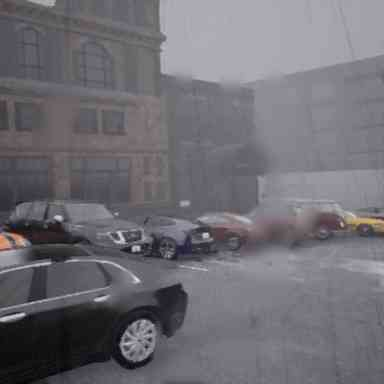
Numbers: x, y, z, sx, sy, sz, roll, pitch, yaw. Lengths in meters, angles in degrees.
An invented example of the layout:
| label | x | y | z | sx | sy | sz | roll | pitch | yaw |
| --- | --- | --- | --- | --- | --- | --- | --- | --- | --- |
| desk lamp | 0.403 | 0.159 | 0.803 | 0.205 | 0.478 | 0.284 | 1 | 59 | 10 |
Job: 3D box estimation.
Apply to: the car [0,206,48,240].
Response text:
| label | x | y | z | sx | sy | sz | roll | pitch | yaw |
| --- | --- | --- | --- | --- | --- | --- | --- | --- | --- |
| car | -6.321 | 1.373 | 9.099 | 4.553 | 1.767 | 2.185 | -1 | -1 | 35 |

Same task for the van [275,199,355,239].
| label | x | y | z | sx | sy | sz | roll | pitch | yaw |
| --- | --- | --- | --- | --- | --- | --- | --- | --- | --- |
| van | 5.967 | 1.373 | 17.741 | 4.442 | 1.987 | 1.878 | -1 | -2 | 34 |

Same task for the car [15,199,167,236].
| label | x | y | z | sx | sy | sz | roll | pitch | yaw |
| --- | --- | --- | --- | --- | --- | --- | --- | --- | --- |
| car | -3.834 | 1.255 | 10.815 | 5.566 | 2.045 | 2.435 | -1 | -1 | 34 |

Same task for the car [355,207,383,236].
| label | x | y | z | sx | sy | sz | roll | pitch | yaw |
| --- | --- | --- | --- | --- | --- | --- | --- | --- | --- |
| car | 8.451 | 1.636 | 19.448 | 5.366 | 1.575 | 1.946 | -1 | -2 | 34 |

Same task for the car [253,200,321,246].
| label | x | y | z | sx | sy | sz | roll | pitch | yaw |
| --- | --- | --- | --- | --- | --- | --- | --- | --- | --- |
| car | 3.461 | 1.442 | 16.031 | 4.553 | 1.767 | 2.185 | -1 | -1 | 34 |

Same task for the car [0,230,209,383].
| label | x | y | z | sx | sy | sz | roll | pitch | yaw |
| --- | --- | --- | --- | --- | --- | --- | --- | --- | --- |
| car | -2.321 | 1.507 | 4.183 | 4.892 | 1.490 | 1.837 | 0 | 0 | -36 |

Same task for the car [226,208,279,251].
| label | x | y | z | sx | sy | sz | roll | pitch | yaw |
| --- | --- | --- | --- | --- | --- | --- | --- | --- | --- |
| car | 1.009 | 1.581 | 14.300 | 4.674 | 1.452 | 2.002 | -1 | -1 | 34 |

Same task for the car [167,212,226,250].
| label | x | y | z | sx | sy | sz | roll | pitch | yaw |
| --- | --- | --- | --- | --- | --- | --- | --- | --- | --- |
| car | -1.452 | 1.550 | 12.575 | 4.792 | 1.488 | 2.163 | -1 | -1 | 34 |
